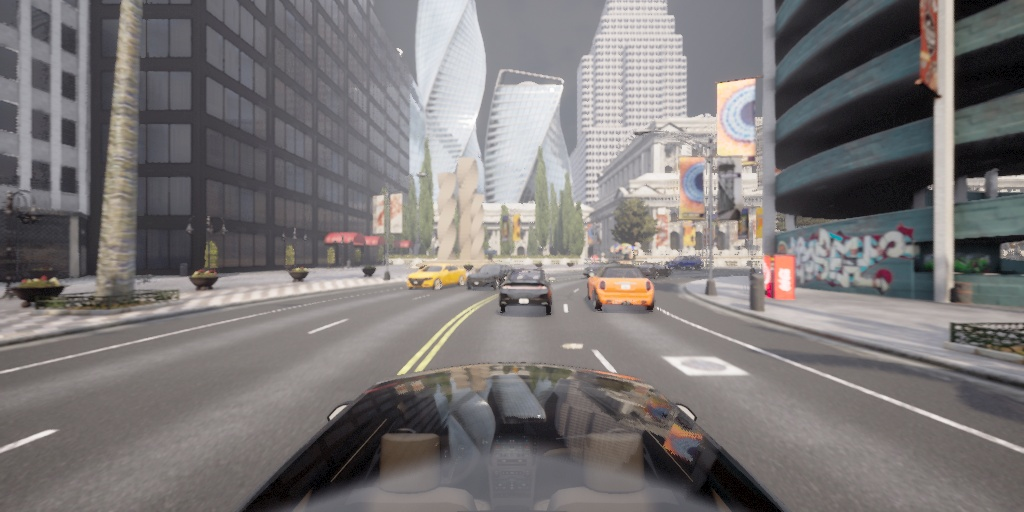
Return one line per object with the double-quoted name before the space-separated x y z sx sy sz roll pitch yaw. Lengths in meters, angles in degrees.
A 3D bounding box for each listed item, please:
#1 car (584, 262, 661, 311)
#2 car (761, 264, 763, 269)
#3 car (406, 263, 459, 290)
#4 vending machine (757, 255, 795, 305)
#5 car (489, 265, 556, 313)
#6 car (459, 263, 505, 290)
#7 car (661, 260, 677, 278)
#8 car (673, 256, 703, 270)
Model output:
"car" 4.299 1.104 14.723 2.097 1.767 4.553 0 0 8
"car" 37.582 1.269 50.213 4.892 1.490 1.837 0 0 -1
"car" -4.662 1.231 22.721 1.882 1.535 5.008 0 0 19
"vending machine" 11.732 0.948 15.801 1.100 2.100 0.880 0 0 15
"car" 0.661 1.244 13.998 2.128 1.511 4.902 0 0 7
"car" -1.133 1.231 22.343 1.882 1.535 5.008 0 0 20
"car" 12.537 1.303 32.028 2.033 1.411 5.357 0 0 43
"car" 24.733 0.981 51.749 5.566 2.045 2.150 0 0 -17
